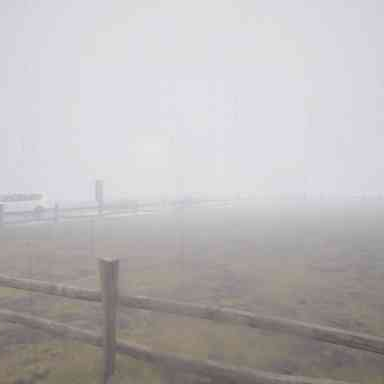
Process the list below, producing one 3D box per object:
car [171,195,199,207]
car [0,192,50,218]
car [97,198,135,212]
[{"bbox_3d":[-0.871,1.132,43.127,1.994,1.385,4.181,1,1,36],"label":"car"},{"bbox_3d":[-13.692,1.049,25.342,2.150,2.045,5.566,1,1,35],"label":"car"},{"bbox_3d":[-7.574,1.268,33.856,1.994,1.385,4.181,1,1,36],"label":"car"}]
